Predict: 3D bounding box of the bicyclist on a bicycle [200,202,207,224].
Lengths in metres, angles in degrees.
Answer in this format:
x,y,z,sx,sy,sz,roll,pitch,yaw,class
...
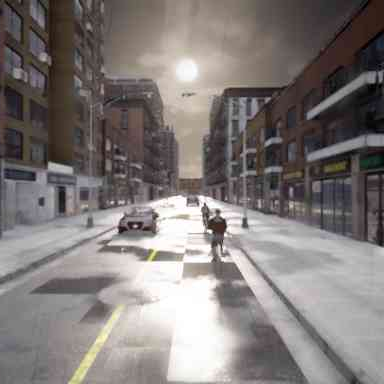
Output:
x,y,z,sx,sy,sz,roll,pitch,yaw,class
0.752,1.413,18.718,0.582,1.620,1.656,0,0,0,bicyclist on a bicycle

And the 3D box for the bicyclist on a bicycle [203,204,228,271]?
x,y,z,sx,sy,sz,roll,pitch,yaw,class
0.755,1.350,9.889,0.659,1.776,1.843,0,0,0,bicyclist on a bicycle

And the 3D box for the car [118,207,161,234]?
x,y,z,sx,sy,sz,roll,pitch,yaw,class
-2.854,1.524,18.727,1.994,1.385,4.181,0,0,0,car

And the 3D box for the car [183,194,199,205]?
x,y,z,sx,sy,sz,roll,pitch,yaw,class
0.086,1.220,55.390,2.097,1.767,4.553,0,0,0,car
